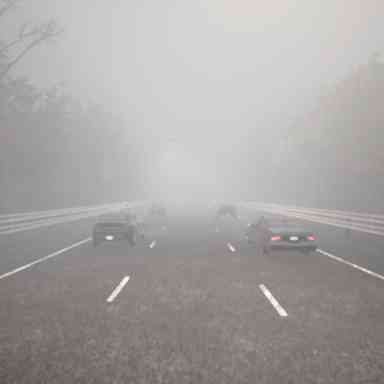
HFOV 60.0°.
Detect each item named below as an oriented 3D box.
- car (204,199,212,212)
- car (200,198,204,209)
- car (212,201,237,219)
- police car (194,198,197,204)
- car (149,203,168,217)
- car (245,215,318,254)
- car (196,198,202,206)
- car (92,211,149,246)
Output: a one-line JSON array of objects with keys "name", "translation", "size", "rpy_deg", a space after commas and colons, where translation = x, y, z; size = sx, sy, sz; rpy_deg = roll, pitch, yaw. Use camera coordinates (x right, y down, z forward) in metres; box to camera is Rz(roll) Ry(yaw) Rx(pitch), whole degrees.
[{"name": "car", "translation": [3.053, 2.036, 46.687], "size": [1.812, 1.442, 4.674], "rpy_deg": [0, -1, -1]}, {"name": "car", "translation": [2.823, 2.227, 57.750], "size": [1.895, 1.301, 4.718], "rpy_deg": [0, -1, -1]}, {"name": "car", "translation": [3.355, 1.874, 33.507], "size": [1.837, 1.490, 4.892], "rpy_deg": [0, -1, 0]}, {"name": "police car", "translation": [2.222, 2.281, 79.898], "size": [1.930, 1.638, 5.238], "rpy_deg": [0, -1, -2]}, {"name": "car", "translation": [-3.681, 1.949, 36.414], "size": [2.033, 1.411, 5.357], "rpy_deg": [0, -1, -1]}, {"name": "car", "translation": [3.550, 1.706, 14.150], "size": [2.033, 1.411, 5.357], "rpy_deg": [0, -1, 0]}, {"name": "car", "translation": [2.547, 2.245, 68.785], "size": [2.163, 1.488, 4.792], "rpy_deg": [0, -1, -2]}, {"name": "car", "translation": [-3.468, 1.688, 16.355], "size": [1.837, 1.490, 4.892], "rpy_deg": [0, -1, 0]}]
